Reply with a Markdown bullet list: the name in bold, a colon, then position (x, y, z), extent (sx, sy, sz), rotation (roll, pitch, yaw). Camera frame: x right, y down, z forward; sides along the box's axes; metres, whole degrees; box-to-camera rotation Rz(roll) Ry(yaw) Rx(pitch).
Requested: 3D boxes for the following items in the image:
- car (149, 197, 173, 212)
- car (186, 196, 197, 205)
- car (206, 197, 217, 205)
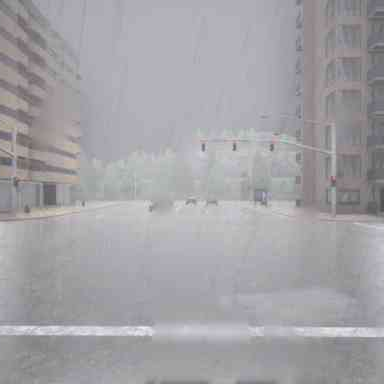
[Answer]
- **car**: position (-3.655, 1.352, 38.356), extent (2.097, 1.767, 4.553), rotation (0, 0, 0)
- **car**: position (-0.088, 1.526, 60.090), extent (1.812, 1.442, 4.674), rotation (0, 0, 0)
- **car**: position (3.546, 1.547, 59.453), extent (2.033, 1.411, 5.357), rotation (0, 0, 2)
